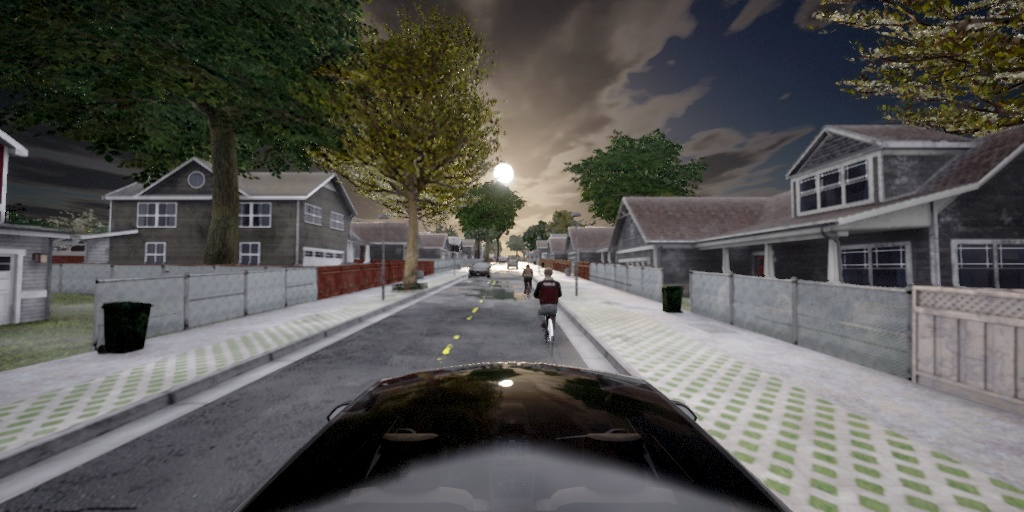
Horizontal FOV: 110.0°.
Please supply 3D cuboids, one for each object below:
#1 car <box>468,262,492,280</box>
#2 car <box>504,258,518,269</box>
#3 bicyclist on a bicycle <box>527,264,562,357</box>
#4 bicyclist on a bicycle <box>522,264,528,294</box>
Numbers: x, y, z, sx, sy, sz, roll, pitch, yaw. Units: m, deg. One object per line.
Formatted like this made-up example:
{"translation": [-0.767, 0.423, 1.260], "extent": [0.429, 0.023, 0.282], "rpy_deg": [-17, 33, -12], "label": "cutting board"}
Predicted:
{"translation": [-2.845, 1.282, 32.714], "extent": [1.882, 1.535, 5.008], "rpy_deg": [0, 0, 0], "label": "car"}
{"translation": [0.108, 1.373, 61.770], "extent": [2.128, 1.511, 4.902], "rpy_deg": [0, 0, 0], "label": "car"}
{"translation": [0.760, 1.127, 7.707], "extent": [0.659, 1.776, 1.843], "rpy_deg": [0, 0, 0], "label": "bicyclist on a bicycle"}
{"translation": [0.762, 1.223, 16.918], "extent": [0.582, 1.620, 1.656], "rpy_deg": [0, 0, 0], "label": "bicyclist on a bicycle"}
